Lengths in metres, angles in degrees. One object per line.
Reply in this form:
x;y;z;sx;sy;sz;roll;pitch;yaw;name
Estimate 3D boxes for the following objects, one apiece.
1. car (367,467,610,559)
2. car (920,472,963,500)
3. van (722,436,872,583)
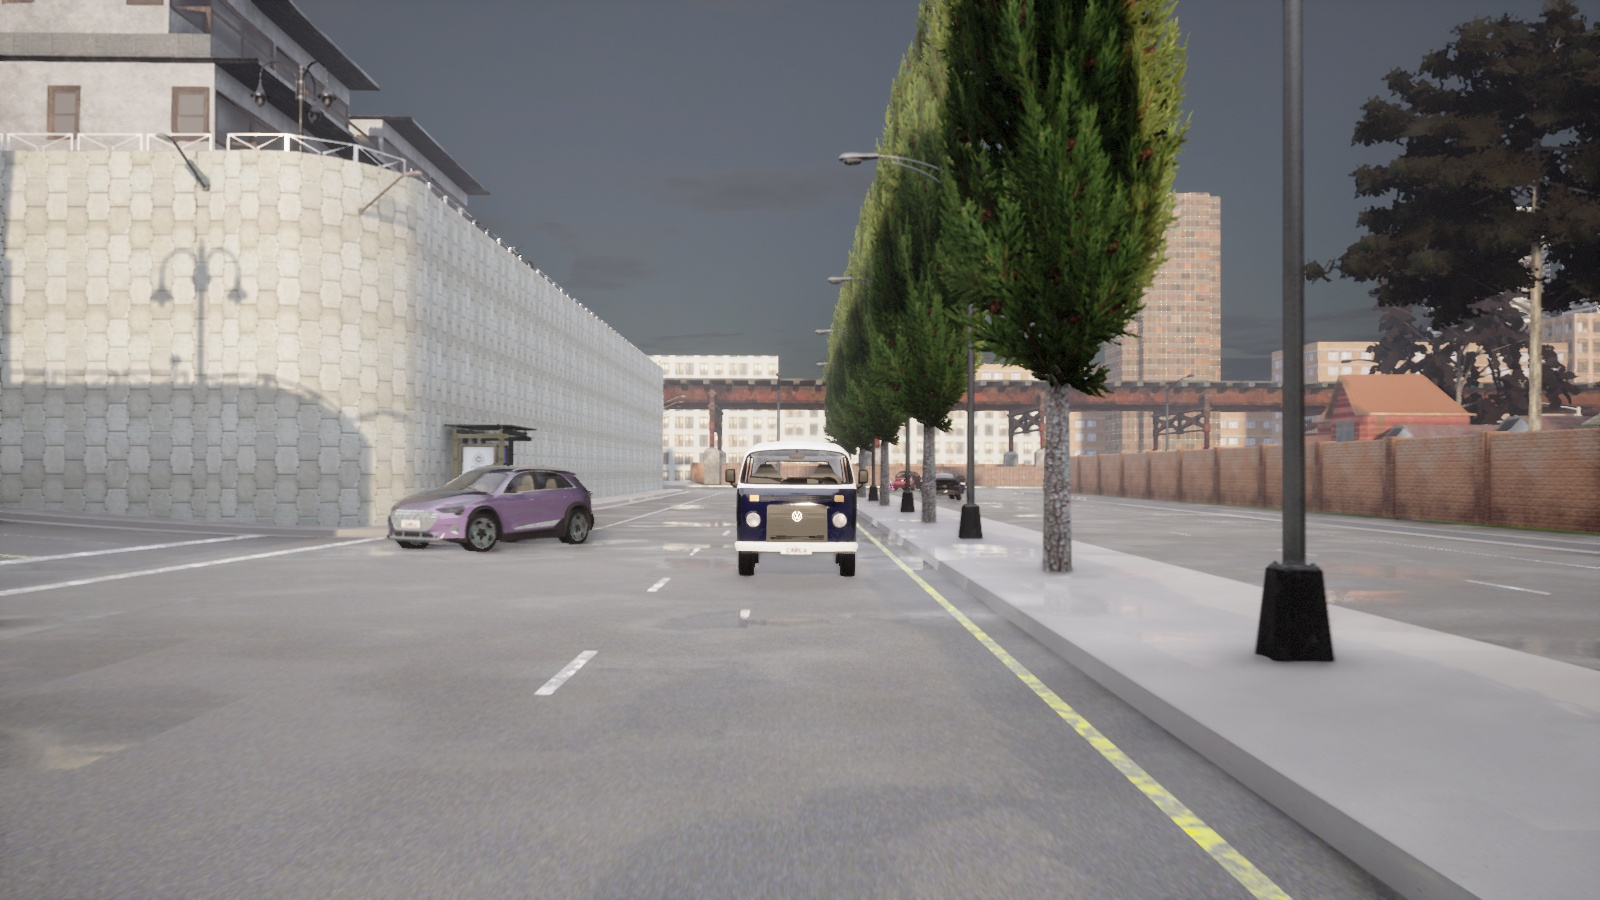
-6.095;1.170;25.236;2.033;1.649;4.856;0;-1;27;car
7.830;1.959;69.961;1.837;1.490;4.892;0;-1;0;car
-0.048;0.862;19.648;2.069;2.038;4.480;0;-1;0;van
